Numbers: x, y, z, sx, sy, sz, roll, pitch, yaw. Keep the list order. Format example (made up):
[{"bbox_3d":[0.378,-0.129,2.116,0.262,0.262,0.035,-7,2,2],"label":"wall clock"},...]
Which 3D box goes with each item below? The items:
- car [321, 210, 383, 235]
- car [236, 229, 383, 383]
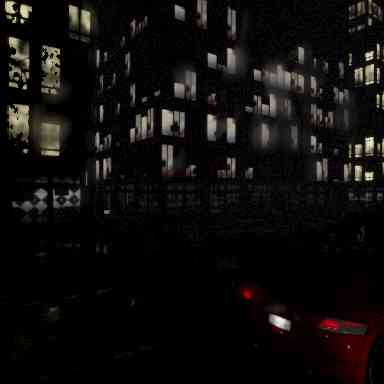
[{"bbox_3d":[8.140,1.563,16.226,4.313,1.339,1.947,0,0,-36],"label":"car"},{"bbox_3d":[2.705,1.564,5.244,4.181,1.385,1.994,0,0,-35],"label":"car"}]
